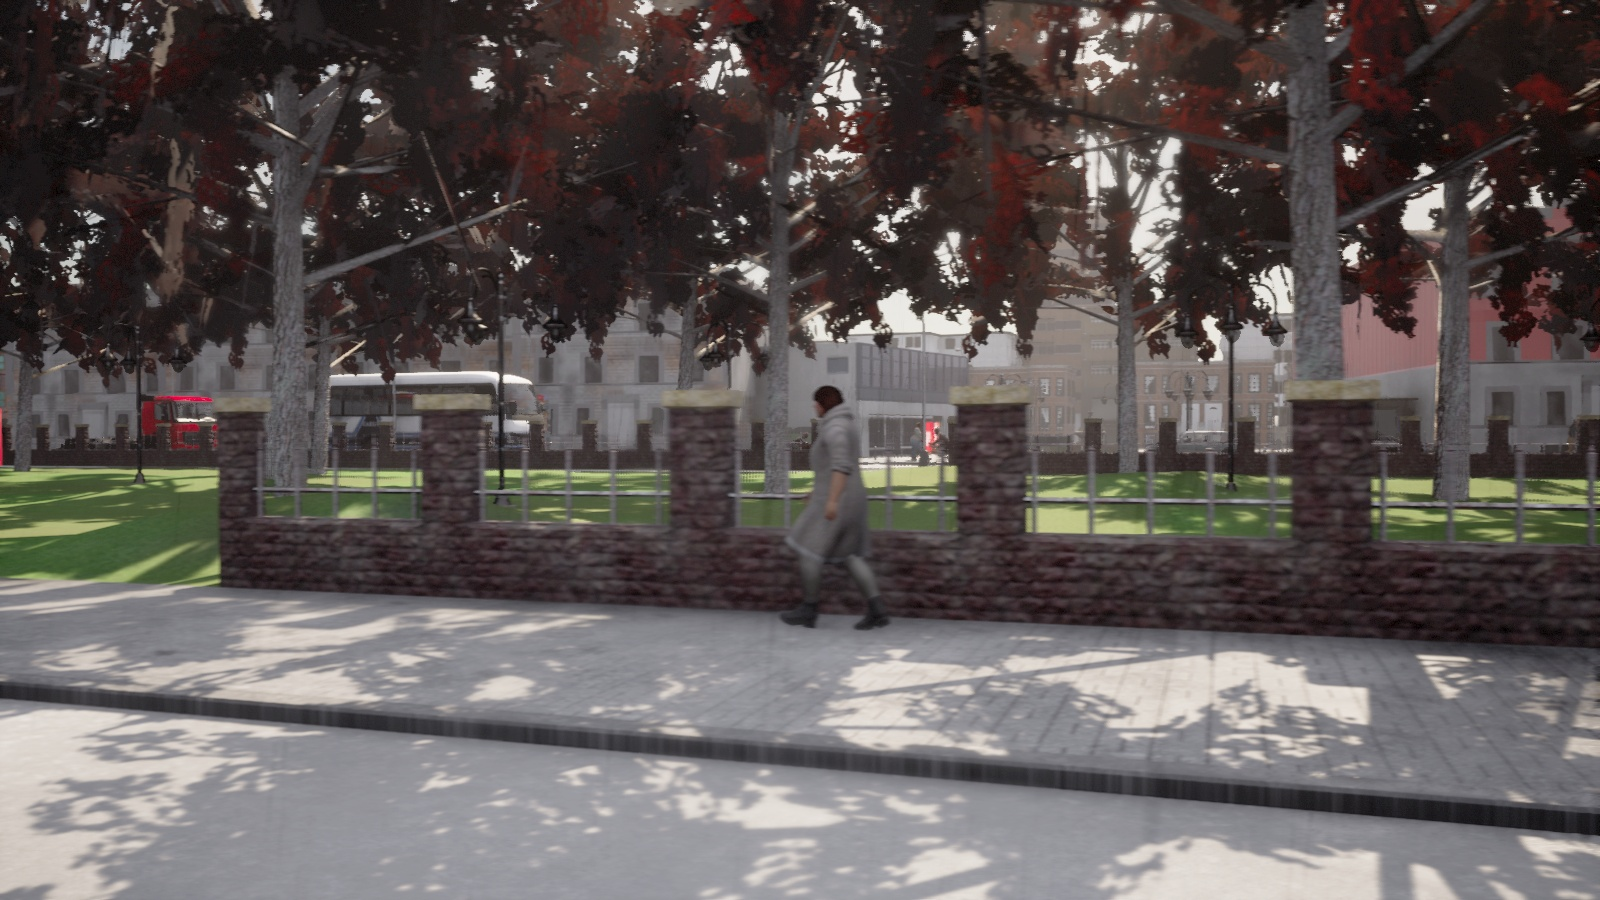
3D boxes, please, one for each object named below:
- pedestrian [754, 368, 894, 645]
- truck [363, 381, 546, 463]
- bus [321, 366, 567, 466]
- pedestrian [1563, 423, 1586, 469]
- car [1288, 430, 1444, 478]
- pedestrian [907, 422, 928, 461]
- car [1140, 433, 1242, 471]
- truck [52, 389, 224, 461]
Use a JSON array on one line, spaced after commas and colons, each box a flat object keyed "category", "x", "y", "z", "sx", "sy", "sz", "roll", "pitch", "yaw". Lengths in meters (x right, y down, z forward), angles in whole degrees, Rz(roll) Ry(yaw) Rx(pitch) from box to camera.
[{"category": "pedestrian", "x": 0.185, "y": 0.390, "z": 9.308, "sx": 0.873, "sy": 1.952, "sz": 0.659, "roll": 0, "pitch": 1, "yaw": 19}, {"category": "truck", "x": -16.890, "y": -1.362, "z": 61.367, "sx": 8.468, "sy": 3.827, "sz": 2.891, "roll": 0, "pitch": 1, "yaw": 19}, {"category": "bus", "x": -16.079, "y": -1.500, "z": 56.874, "sx": 10.273, "sy": 4.253, "sz": 3.944, "roll": 0, "pitch": 1, "yaw": 18}, {"category": "pedestrian", "x": 31.159, "y": -0.164, "z": 50.520, "sx": 0.694, "sy": 1.848, "sz": 0.540, "roll": 1, "pitch": 1, "yaw": 23}, {"category": "car", "x": 20.062, "y": 0.113, "z": 44.759, "sx": 4.856, "sy": 1.649, "sz": 2.033, "roll": 0, "pitch": 1, "yaw": 19}, {"category": "pedestrian", "x": 5.618, "y": -0.395, "z": 59.978, "sx": 0.900, "sy": 1.855, "sz": 0.874, "roll": 0, "pitch": 1, "yaw": 12}, {"category": "car", "x": 15.707, "y": 0.044, "z": 50.444, "sx": 3.806, "sy": 1.475, "sz": 1.970, "roll": 0, "pitch": 1, "yaw": 19}, {"category": "truck", "x": -32.963, "y": -1.249, "z": 62.537, "sx": 7.936, "sy": 3.462, "sz": 2.891, "roll": 0, "pitch": 1, "yaw": 19}]
